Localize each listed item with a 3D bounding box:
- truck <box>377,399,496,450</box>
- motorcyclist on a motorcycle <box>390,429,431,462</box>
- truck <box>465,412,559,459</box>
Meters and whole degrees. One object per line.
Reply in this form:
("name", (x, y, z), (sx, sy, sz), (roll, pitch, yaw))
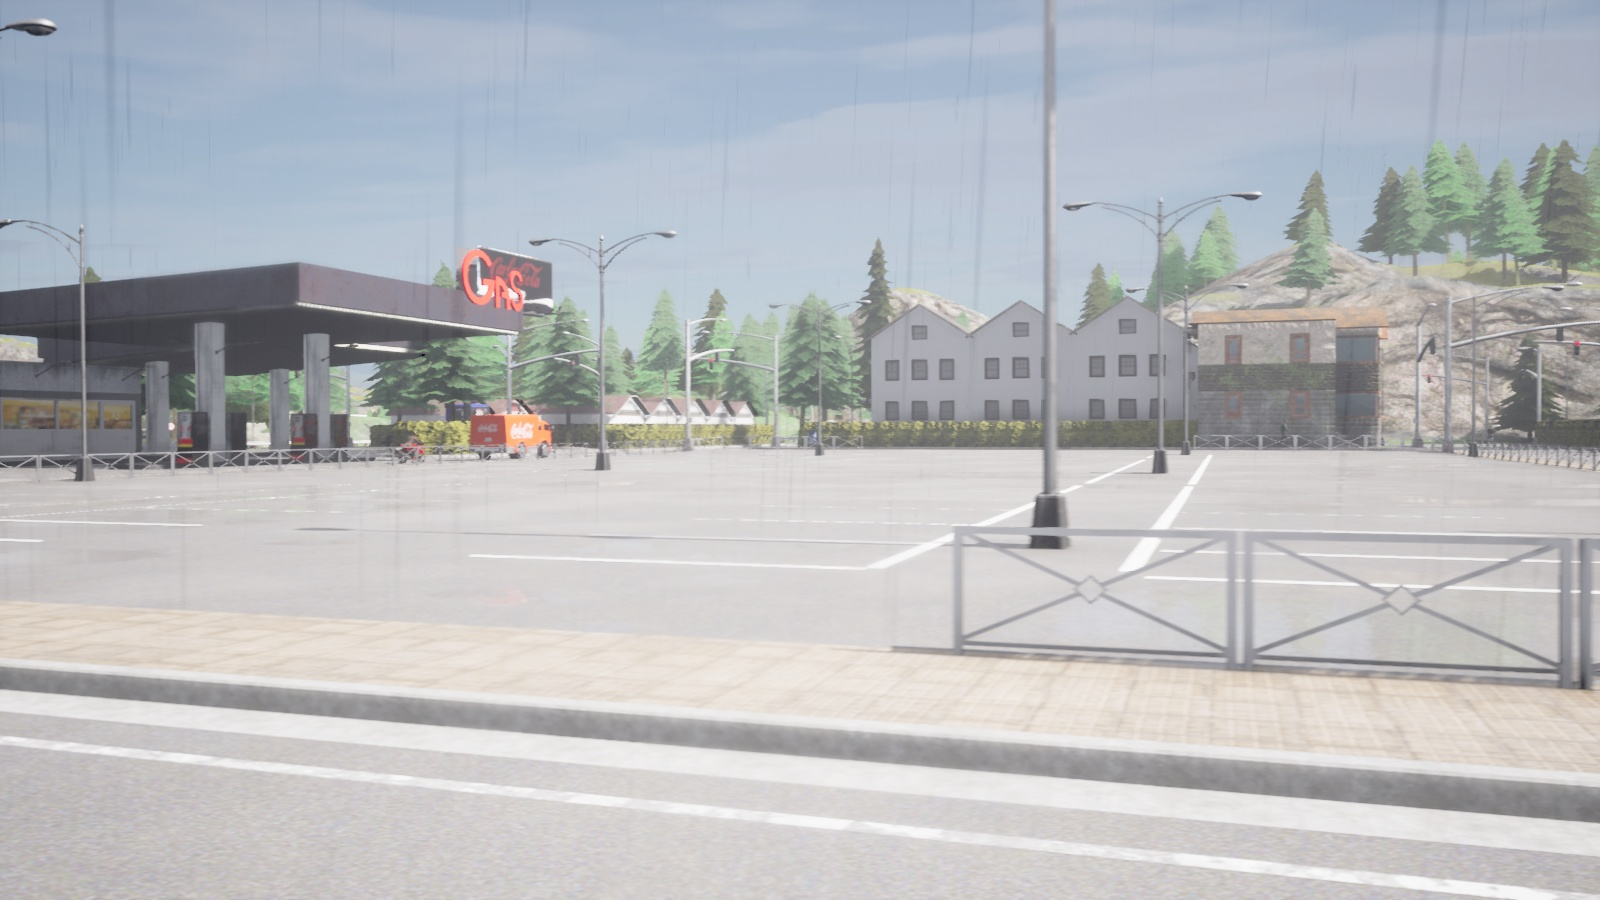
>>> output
("truck", (-26.180, -1.829, 90.487), (7.936, 3.462, 2.891), (0, 2, 19))
("motorcyclist on a motorcycle", (-18.592, -0.222, 60.026), (0.797, 1.523, 2.044), (1, 1, 19))
("truck", (-15.614, -0.814, 68.425), (2.627, 2.467, 5.204), (1, 1, 19))
